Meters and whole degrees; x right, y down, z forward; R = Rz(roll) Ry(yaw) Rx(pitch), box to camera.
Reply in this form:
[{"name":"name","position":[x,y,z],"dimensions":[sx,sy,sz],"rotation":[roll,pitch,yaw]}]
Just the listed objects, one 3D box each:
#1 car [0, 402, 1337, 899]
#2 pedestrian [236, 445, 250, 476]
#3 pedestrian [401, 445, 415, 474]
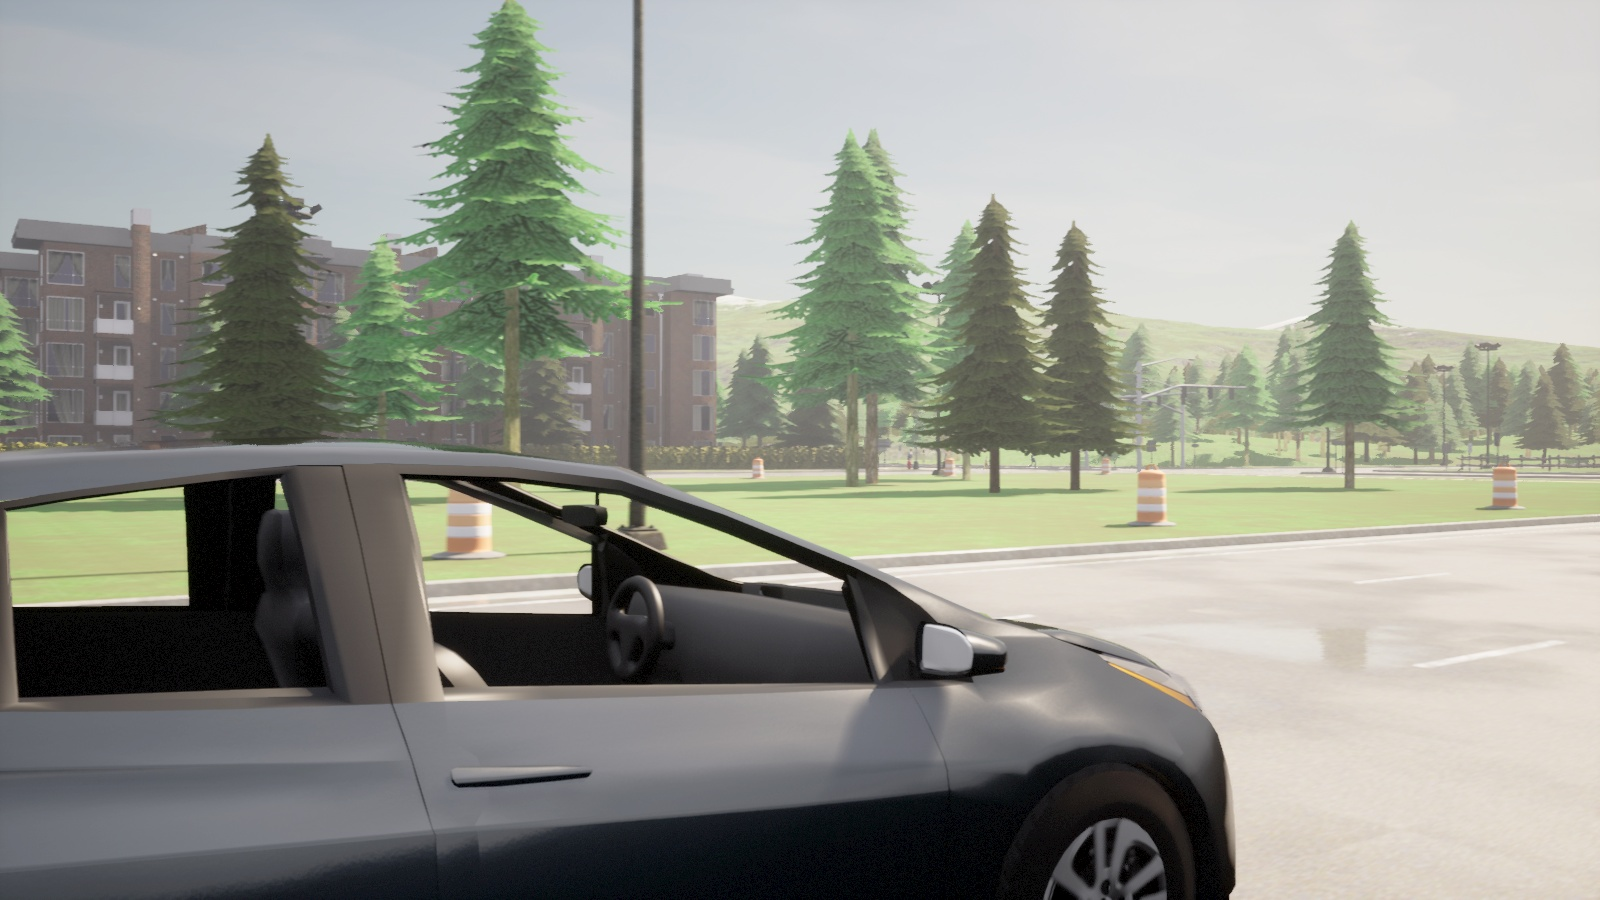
[{"name":"car","position":[-0.946,0.701,3.000],"dimensions":[4.514,1.525,2.007],"rotation":[0,0,-35]},{"name":"pedestrian","position":[-34.093,0.634,76.835],"dimensions":[0.694,1.848,0.540],"rotation":[0,0,-34]},{"name":"pedestrian","position":[-25.825,0.631,82.712],"dimensions":[0.788,1.949,0.423],"rotation":[0,0,-34]}]
